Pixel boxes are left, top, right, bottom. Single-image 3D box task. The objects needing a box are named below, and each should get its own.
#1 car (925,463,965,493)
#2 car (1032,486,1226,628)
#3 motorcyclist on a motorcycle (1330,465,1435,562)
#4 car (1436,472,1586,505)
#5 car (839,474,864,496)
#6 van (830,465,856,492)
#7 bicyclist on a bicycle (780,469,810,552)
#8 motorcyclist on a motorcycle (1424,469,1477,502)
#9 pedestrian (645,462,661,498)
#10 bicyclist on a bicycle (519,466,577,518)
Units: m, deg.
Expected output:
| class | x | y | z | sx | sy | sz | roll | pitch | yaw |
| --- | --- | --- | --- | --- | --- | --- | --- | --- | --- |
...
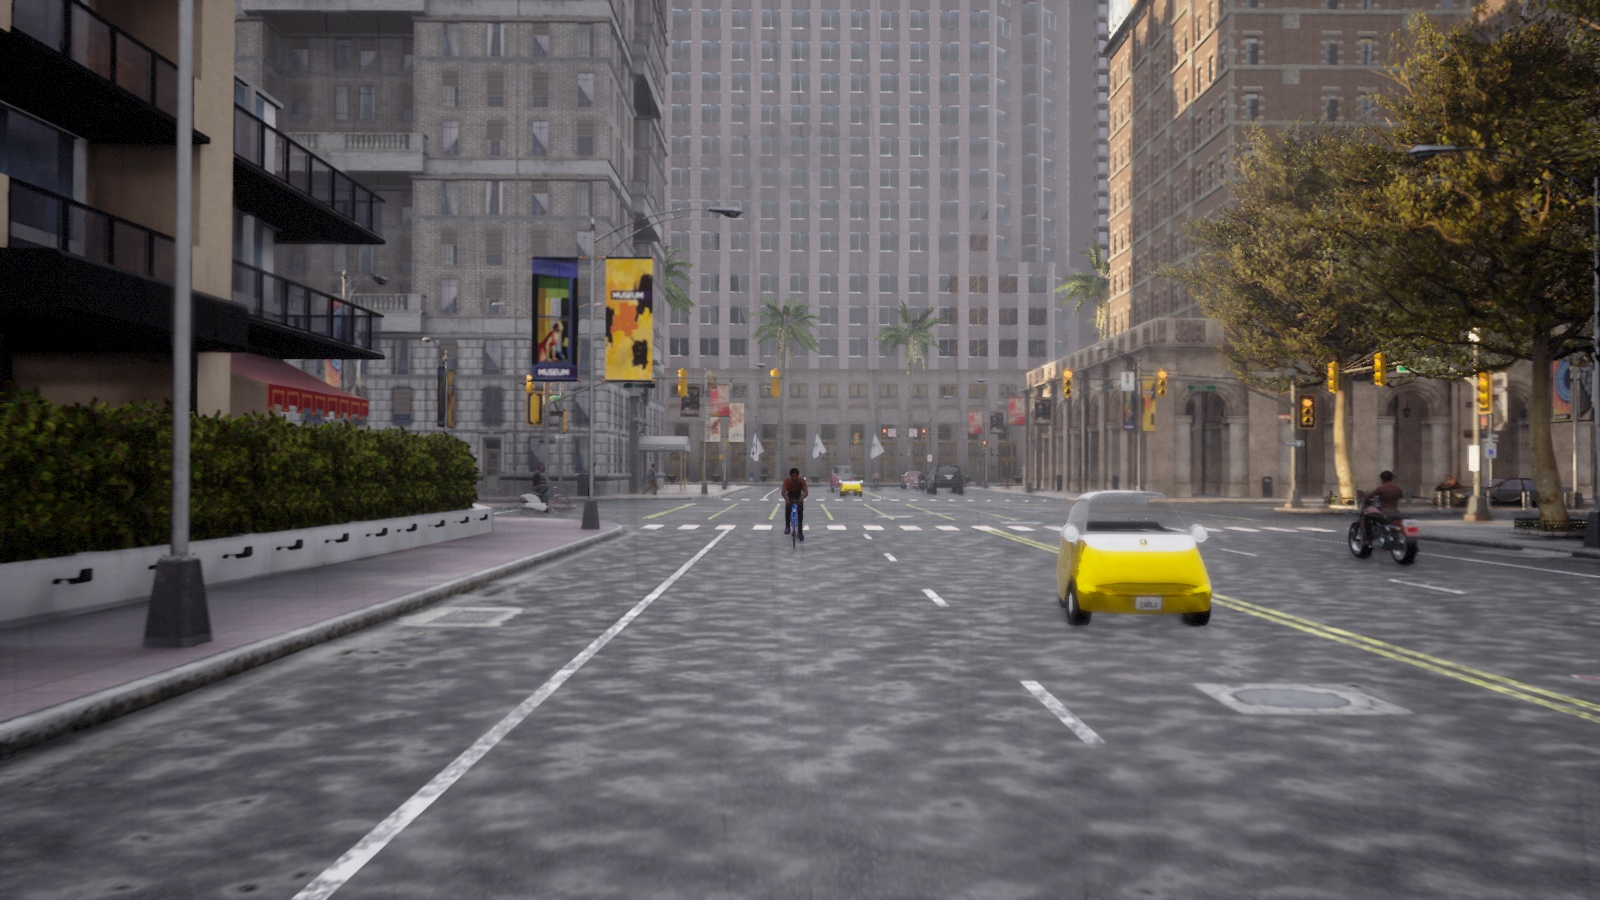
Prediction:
| class | x | y | z | sx | sy | sz | roll | pitch | yaw |
| --- | --- | --- | --- | --- | --- | --- | --- | --- | --- |
| car | 10.166 | 1.972 | 88.390 | 2.150 | 2.045 | 5.566 | 0 | -1 | 0 |
| car | 3.444 | 1.081 | 13.459 | 1.481 | 1.376 | 2.207 | 0 | -1 | 0 |
| motorcyclist on a motorcycle | 10.408 | 1.101 | 22.539 | 0.766 | 1.649 | 2.350 | 0 | -1 | 0 |
| car | 30.939 | 1.655 | 54.741 | 5.357 | 1.411 | 2.033 | 0 | -1 | 1 |
| car | 3.189 | 2.171 | 78.483 | 1.481 | 1.376 | 2.207 | 0 | -1 | 0 |
| van | 3.195 | 2.126 | 93.957 | 1.775 | 1.987 | 4.442 | 0 | -1 | 0 |
| bicyclist on a bicycle | -0.103 | 1.193 | 25.419 | 0.582 | 1.620 | 1.656 | 0 | -1 | 0 |
| motorcyclist on a motorcycle | 30.211 | 1.652 | 58.317 | 2.044 | 1.523 | 0.797 | 0 | -1 | 1 |
| pedestrian | -7.937 | 1.639 | 67.911 | 0.788 | 1.949 | 0.423 | 0 | -1 | -17 |
| bicyclist on a bicycle | -8.698 | 1.446 | 43.412 | 1.843 | 1.776 | 0.659 | 0 | -1 | 0 |
